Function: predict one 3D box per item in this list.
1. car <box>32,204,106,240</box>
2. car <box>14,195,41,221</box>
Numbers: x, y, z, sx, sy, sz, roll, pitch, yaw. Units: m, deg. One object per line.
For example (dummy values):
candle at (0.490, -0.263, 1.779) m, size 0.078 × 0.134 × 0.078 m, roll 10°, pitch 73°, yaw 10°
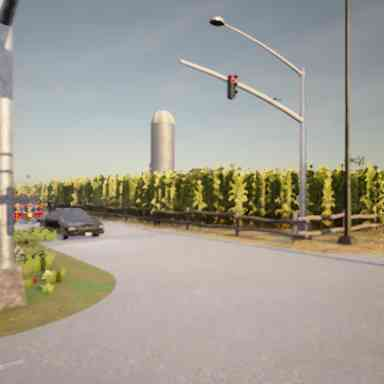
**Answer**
car at (-6.482, 1.571, 17.517) m, size 2.033 × 1.411 × 5.357 m, roll 0°, pitch 0°, yaw -39°
car at (-13.212, 1.267, 25.748) m, size 2.150 × 2.045 × 5.566 m, roll 0°, pitch 0°, yaw -39°
